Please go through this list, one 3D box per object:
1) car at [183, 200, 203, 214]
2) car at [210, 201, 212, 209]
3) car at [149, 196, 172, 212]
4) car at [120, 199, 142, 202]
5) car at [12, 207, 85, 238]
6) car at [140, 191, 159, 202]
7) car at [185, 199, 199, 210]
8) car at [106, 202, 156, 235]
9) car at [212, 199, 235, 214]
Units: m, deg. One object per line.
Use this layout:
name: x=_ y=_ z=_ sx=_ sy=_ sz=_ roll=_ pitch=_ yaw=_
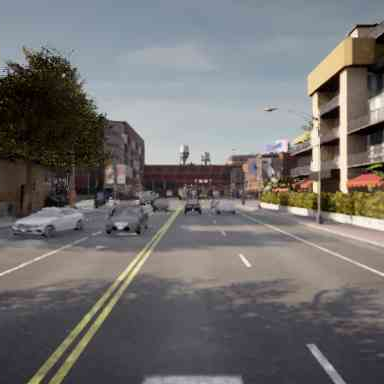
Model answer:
car: x=0.093 y=1.599 z=36.585 sx=1.837 sy=1.490 sz=4.892 roll=0 pitch=0 yaw=0
car: x=3.503 y=1.664 z=46.016 sx=2.033 sy=1.411 sz=5.357 roll=0 pitch=0 yaw=0
car: x=-3.583 y=1.605 z=39.459 sx=1.837 sy=1.490 sz=4.892 roll=0 pitch=0 yaw=0
car: x=-7.094 y=1.639 z=36.130 sx=2.033 sy=1.411 sz=5.357 roll=0 pitch=0 yaw=0
car: x=-7.651 y=1.573 z=18.340 sx=1.812 sy=1.442 sz=4.674 roll=0 pitch=0 yaw=12
car: x=-6.997 y=1.353 z=53.663 sx=2.150 sy=2.045 sz=5.566 roll=0 pitch=0 yaw=0
car: x=0.003 y=1.718 z=46.154 sx=1.895 sy=1.301 sz=4.718 roll=0 pitch=0 yaw=0
car: x=-3.597 y=1.541 z=19.199 sx=2.128 sy=1.511 sz=4.902 roll=0 pitch=0 yaw=0
car: x=3.589 y=1.618 z=36.384 sx=1.812 sy=1.442 sz=4.674 roll=0 pitch=0 yaw=0
